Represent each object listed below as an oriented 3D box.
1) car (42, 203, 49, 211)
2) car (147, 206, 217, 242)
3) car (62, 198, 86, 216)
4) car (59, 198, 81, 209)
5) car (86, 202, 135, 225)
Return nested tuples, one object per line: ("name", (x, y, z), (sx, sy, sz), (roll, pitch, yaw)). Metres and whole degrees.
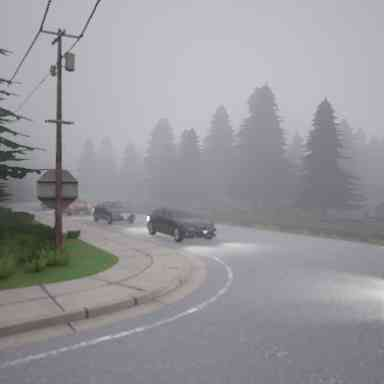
("car", (-17.323, 1.527, 41.185), (1.812, 1.442, 4.674), (0, 0, -34))
("car", (-0.666, 1.513, 16.628), (1.837, 1.490, 4.892), (0, 0, -31))
("car", (-11.573, 1.359, 32.911), (2.097, 1.767, 4.553), (0, 0, -35))
("car", (-17.590, 1.583, 47.977), (1.994, 1.385, 4.181), (0, 0, -35))
("car", (-5.848, 1.496, 24.568), (2.128, 1.511, 4.902), (0, 0, -34))
